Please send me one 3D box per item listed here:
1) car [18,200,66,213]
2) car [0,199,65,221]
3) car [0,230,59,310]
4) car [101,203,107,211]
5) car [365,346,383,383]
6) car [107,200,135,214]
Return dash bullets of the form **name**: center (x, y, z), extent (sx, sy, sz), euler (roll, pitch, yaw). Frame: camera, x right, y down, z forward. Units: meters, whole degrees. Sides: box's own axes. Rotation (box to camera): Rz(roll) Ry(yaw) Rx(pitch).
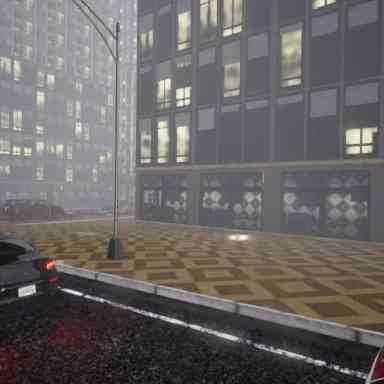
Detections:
- **car**: center (-17.303, 1.643, 38.621), extent (1.752, 1.417, 4.829), euler (1, 0, 36)
- **car**: center (-13.796, 1.519, 29.249), extent (2.192, 1.841, 5.009), euler (1, 0, 36)
- **car**: center (-4.696, 1.522, 7.020), extent (4.674, 1.442, 1.812), euler (0, 0, 35)
- **car**: center (-10.013, 1.800, 44.132), extent (1.994, 1.385, 4.181), euler (1, 0, 36)
- **car**: center (3.196, 1.353, 1.409), extent (4.553, 1.767, 2.097), euler (0, 0, 35)
- **car**: center (-7.007, 1.830, 38.468), extent (1.752, 1.417, 4.829), euler (1, 0, 36)
